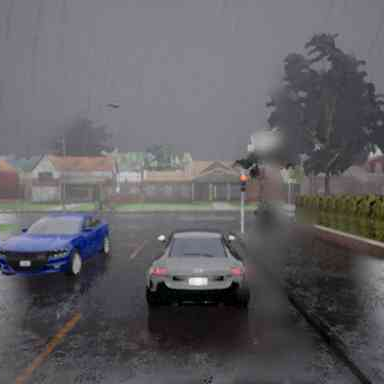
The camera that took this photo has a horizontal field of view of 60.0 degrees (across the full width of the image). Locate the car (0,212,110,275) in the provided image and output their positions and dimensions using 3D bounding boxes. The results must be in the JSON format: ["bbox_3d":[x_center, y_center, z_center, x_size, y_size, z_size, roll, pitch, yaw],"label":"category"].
[{"bbox_3d":[-3.987,1.432,10.462,1.882,1.535,5.008,0,0,0],"label":"car"}]

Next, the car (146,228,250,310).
[{"bbox_3d":[0.115,1.529,7.838,1.994,1.385,4.181,0,0,0],"label":"car"}]
